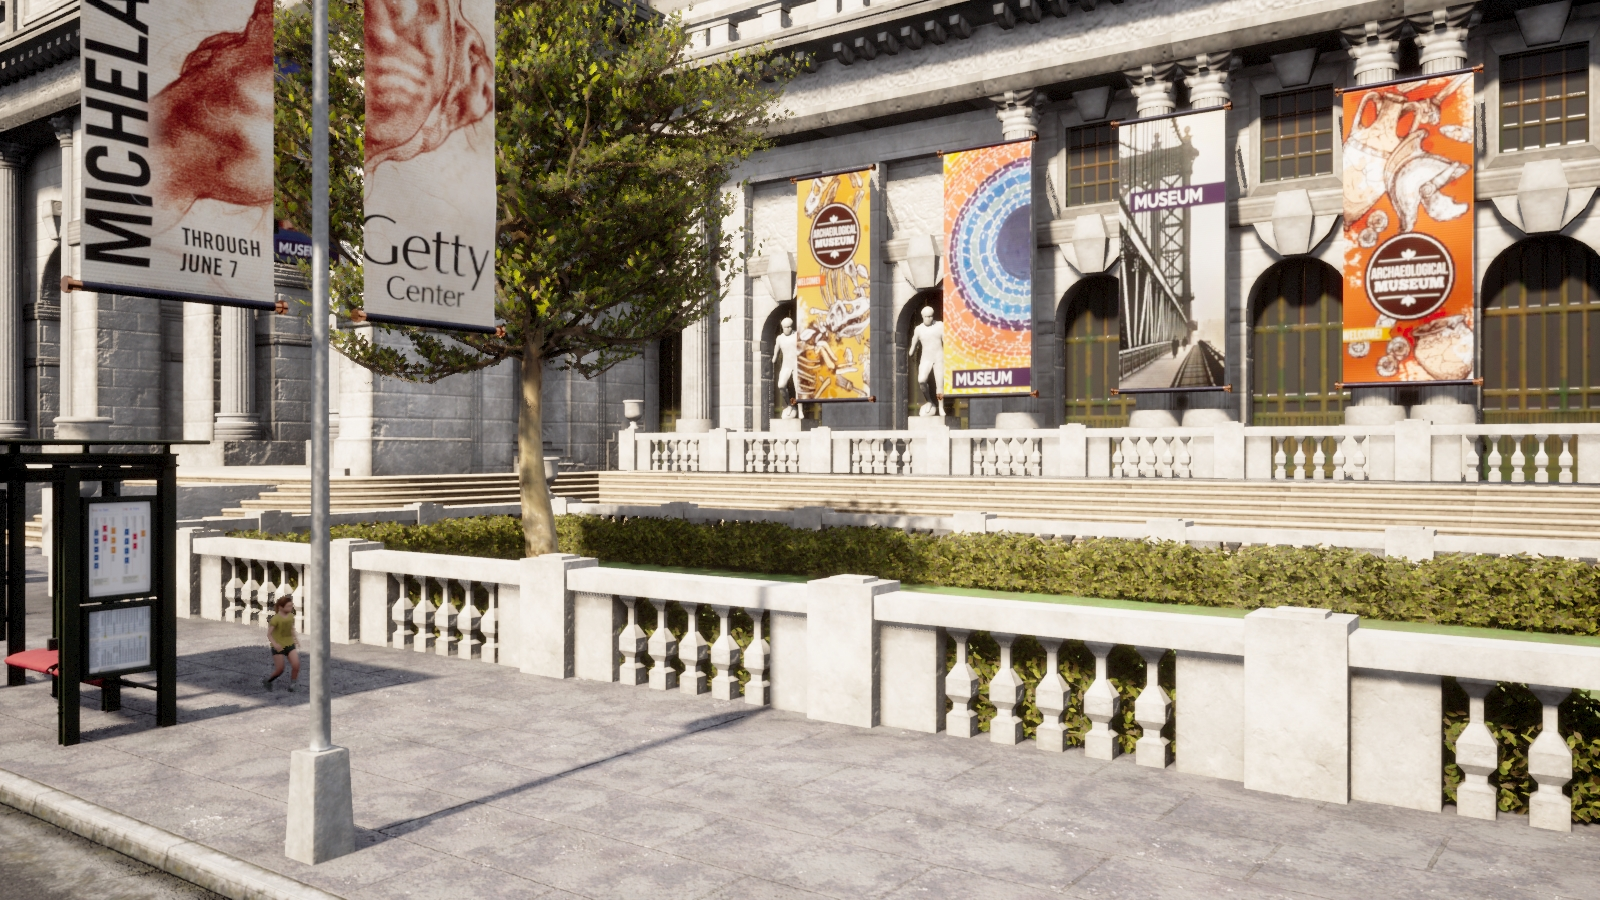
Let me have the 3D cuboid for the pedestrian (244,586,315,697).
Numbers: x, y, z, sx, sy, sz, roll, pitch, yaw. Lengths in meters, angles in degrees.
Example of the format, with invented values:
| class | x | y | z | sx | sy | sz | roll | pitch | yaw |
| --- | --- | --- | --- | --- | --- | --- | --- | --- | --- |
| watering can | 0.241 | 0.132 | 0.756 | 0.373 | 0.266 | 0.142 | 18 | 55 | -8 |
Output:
| class | x | y | z | sx | sy | sz | roll | pitch | yaw |
| --- | --- | --- | --- | --- | --- | --- | --- | --- | --- |
| pedestrian | -5.675 | 2.071 | 12.470 | 0.500 | 1.100 | 0.500 | 0 | 0 | 28 |
